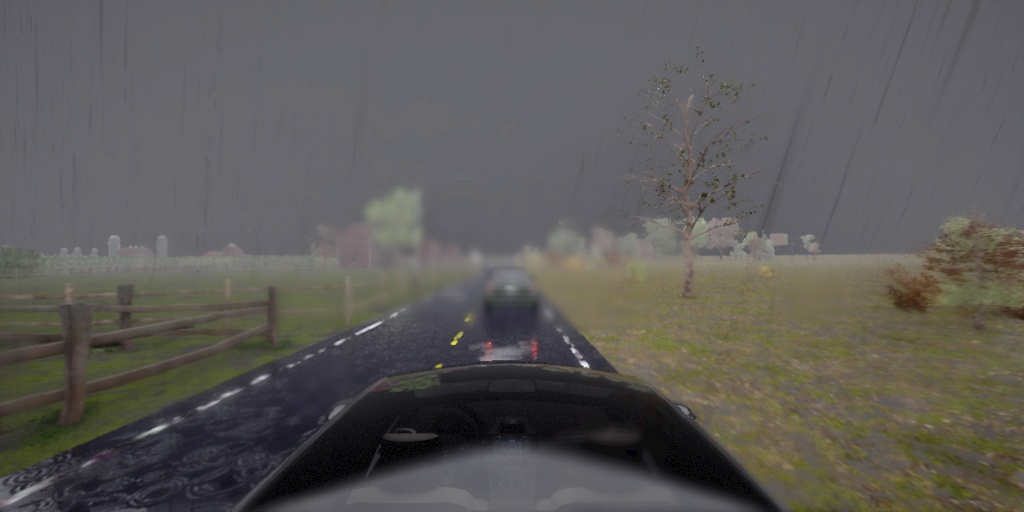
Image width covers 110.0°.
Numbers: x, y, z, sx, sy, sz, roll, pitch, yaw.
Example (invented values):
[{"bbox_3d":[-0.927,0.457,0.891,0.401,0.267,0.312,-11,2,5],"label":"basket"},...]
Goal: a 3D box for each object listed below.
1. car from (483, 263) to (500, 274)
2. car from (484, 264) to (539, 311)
[{"bbox_3d":[-2.897,1.787,51.380,2.033,1.411,5.357,0,-1,0],"label":"car"},{"bbox_3d":[-0.008,1.243,15.290,2.097,1.767,4.553,0,-1,0],"label":"car"}]
